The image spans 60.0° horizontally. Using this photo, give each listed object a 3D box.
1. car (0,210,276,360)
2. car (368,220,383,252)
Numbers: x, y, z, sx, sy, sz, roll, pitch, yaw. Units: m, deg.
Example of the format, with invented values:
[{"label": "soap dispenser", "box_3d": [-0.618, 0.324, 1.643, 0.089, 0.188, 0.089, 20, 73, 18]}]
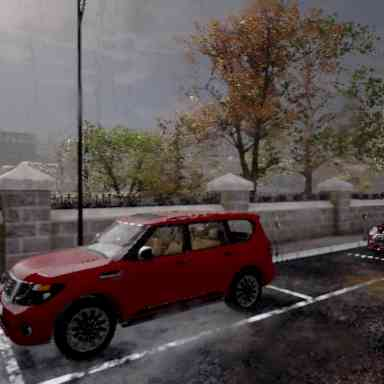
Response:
[{"label": "car", "box_3d": [-0.615, 1.313, 6.123, 5.009, 1.841, 2.192, 0, 0, -35]}, {"label": "car", "box_3d": [8.403, 1.430, 12.544, 4.097, 1.590, 1.967, 0, 0, -35]}]
